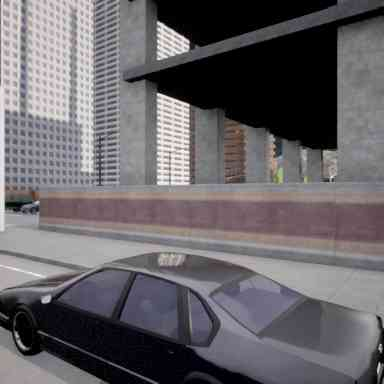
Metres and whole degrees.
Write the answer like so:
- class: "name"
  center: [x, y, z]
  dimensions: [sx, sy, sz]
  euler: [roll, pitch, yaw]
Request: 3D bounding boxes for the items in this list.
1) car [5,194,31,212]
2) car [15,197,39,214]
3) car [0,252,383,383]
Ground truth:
- class: "car"
  center: [-19.907, 1.221, 35.664]
  dimensions: [2.150, 2.045, 5.566]
  euler: [0, 0, 36]
- class: "car"
  center: [-15.766, 1.526, 35.386]
  dimensions: [1.812, 1.442, 4.674]
  euler: [0, 0, 36]
- class: "car"
  center: [-0.449, 1.547, 4.312]
  dimensions: [5.357, 1.411, 2.033]
  euler: [0, 0, 35]
